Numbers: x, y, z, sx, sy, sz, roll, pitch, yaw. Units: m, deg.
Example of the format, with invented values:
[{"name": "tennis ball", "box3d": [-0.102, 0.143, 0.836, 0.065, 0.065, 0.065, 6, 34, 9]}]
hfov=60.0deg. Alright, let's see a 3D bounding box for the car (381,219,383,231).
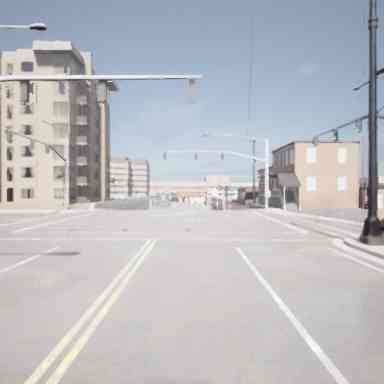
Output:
[{"name": "car", "box3d": [15.612, 2.447, 23.410, 4.181, 1.385, 1.994, 9, 0, 0]}]
